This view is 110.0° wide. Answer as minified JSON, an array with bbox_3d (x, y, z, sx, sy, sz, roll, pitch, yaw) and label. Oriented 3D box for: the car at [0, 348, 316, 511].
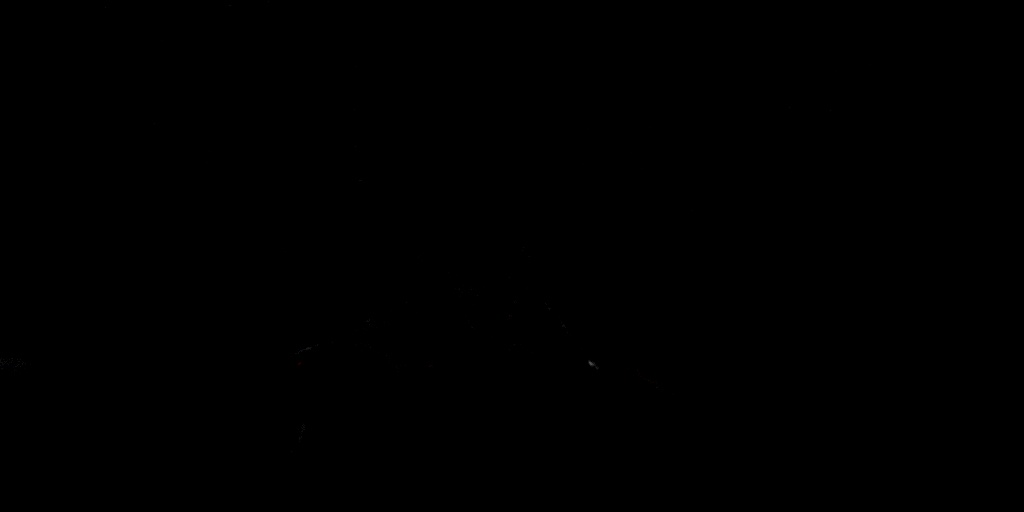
[{"bbox_3d":[-3.099,1.353,2.111,1.994,1.385,4.181,-1,0,1],"label":"car"}]
